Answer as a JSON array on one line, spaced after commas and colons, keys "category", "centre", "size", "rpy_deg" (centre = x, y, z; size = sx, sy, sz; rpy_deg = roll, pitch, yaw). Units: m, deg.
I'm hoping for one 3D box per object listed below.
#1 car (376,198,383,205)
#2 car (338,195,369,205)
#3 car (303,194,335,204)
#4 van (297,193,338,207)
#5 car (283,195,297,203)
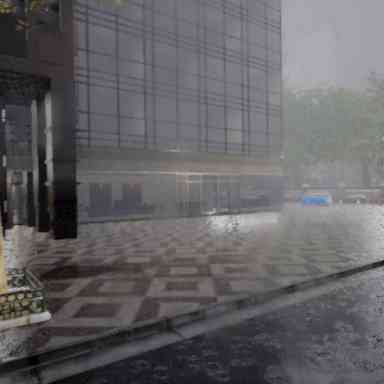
[{"category": "car", "centre": [26.293, 1.058, 43.396], "size": [1.802, 1.307, 4.206], "rpy_deg": [-2, 1, -35]}, {"category": "car", "centre": [23.112, 1.054, 47.914], "size": [2.008, 1.369, 4.403], "rpy_deg": [-2, 1, -35]}, {"category": "car", "centre": [19.929, 1.091, 52.430], "size": [1.947, 1.339, 4.313], "rpy_deg": [-2, 1, -35]}, {"category": "van", "centre": [16.143, 1.010, 42.995], "size": [1.690, 1.788, 3.998], "rpy_deg": [-2, 1, -35]}, {"category": "car", "centre": [16.749, 1.124, 56.950], "size": [1.802, 1.307, 4.206], "rpy_deg": [-2, 1, -35]}]
